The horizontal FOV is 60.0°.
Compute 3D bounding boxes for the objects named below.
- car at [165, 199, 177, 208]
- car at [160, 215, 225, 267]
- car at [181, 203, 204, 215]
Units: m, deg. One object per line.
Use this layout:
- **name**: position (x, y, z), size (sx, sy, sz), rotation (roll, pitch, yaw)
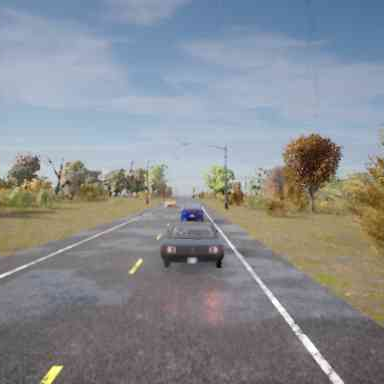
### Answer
- **car**: position (-3.581, 1.982, 56.800), size (1.882, 1.535, 5.008), rotation (0, -1, 0)
- **car**: position (0.034, 1.702, 11.787), size (1.895, 1.301, 4.718), rotation (0, 0, 1)
- **car**: position (0.047, 1.725, 28.625), size (1.882, 1.535, 5.008), rotation (0, 0, 0)
